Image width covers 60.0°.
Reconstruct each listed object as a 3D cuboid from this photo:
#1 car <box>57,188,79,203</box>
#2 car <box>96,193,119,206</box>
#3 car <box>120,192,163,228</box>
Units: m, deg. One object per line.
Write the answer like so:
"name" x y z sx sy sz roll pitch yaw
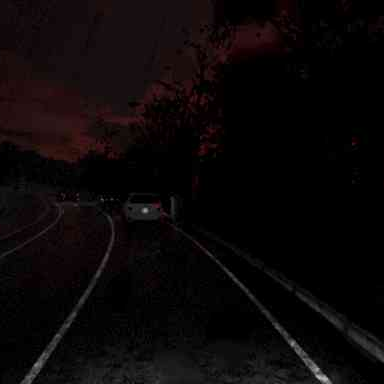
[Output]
"car" -15.181 0.322 40.709 2.097 1.767 4.553 1 2 -29
"car" -9.751 0.777 38.185 2.033 1.411 5.357 1 2 -26
"car" -3.151 1.005 20.452 2.150 2.045 5.566 0 1 -14
